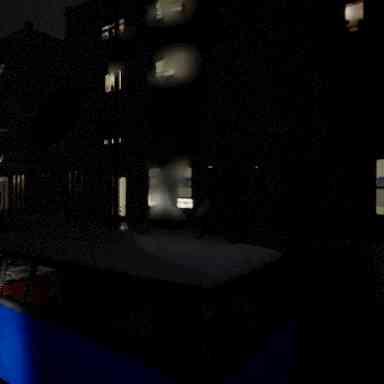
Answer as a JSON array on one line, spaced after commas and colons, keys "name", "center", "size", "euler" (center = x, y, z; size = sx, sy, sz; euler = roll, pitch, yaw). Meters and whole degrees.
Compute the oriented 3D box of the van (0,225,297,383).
[{"name": "van", "center": [-0.937, 1.336, 3.534], "size": [3.998, 1.788, 1.690], "euler": [0, 1, 35]}]
